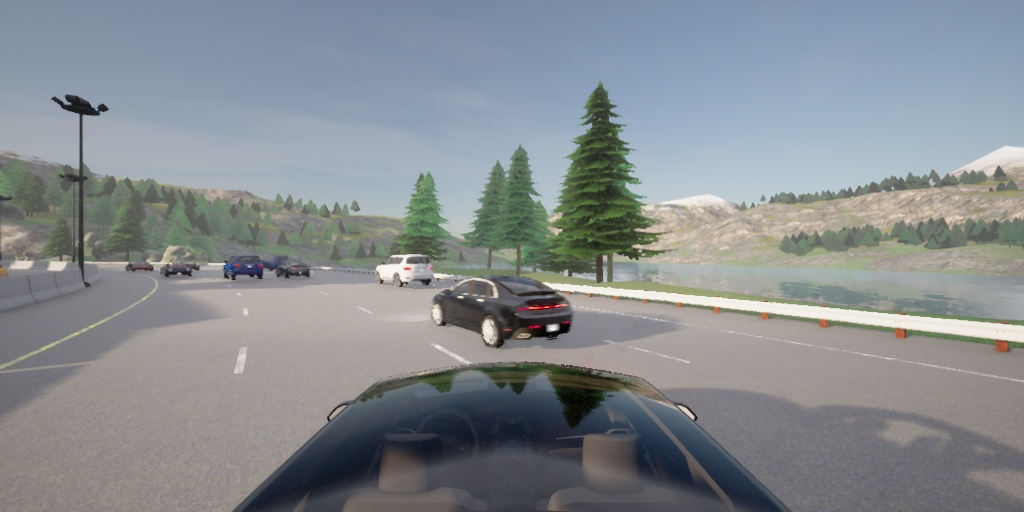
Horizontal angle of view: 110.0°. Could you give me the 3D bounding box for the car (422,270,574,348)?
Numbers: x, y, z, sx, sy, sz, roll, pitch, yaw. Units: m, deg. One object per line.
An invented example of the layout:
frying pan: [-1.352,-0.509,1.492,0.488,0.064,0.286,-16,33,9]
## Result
car: [-0.521,1.252,9.398,1.837,1.490,4.892,0,-1,-34]

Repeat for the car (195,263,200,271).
car: [-43.089,1.340,47.336,4.718,1.301,1.895,0,0,34]

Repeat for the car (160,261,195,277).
car: [-32.839,1.343,34.980,4.718,1.301,1.895,0,0,40]

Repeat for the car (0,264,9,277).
car: [-39.699,1.221,26.897,5.008,1.535,1.882,0,0,41]

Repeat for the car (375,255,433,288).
car: [-7.370,0.965,24.287,2.150,2.045,5.566,0,-1,-41]

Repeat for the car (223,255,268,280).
car: [-23.295,0.965,31.035,5.566,2.045,2.150,0,0,44]

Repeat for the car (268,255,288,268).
car: [-31.407,0.958,47.420,5.566,2.045,2.150,-1,0,37]

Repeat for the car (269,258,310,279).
car: [-19.995,1.235,32.622,4.902,1.511,2.128,0,0,45]
